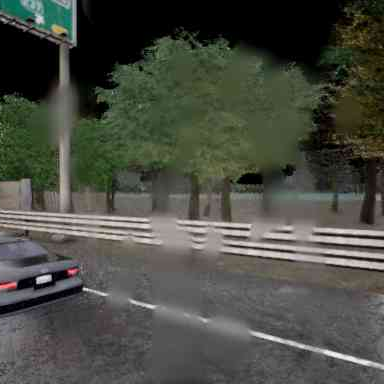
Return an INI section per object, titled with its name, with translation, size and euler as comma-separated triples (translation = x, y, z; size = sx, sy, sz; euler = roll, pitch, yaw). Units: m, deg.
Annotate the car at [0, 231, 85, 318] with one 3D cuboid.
[car]
translation = -4.642, 1.597, 7.308
size = 5.357, 1.411, 2.033
euler = 0, 0, 36
